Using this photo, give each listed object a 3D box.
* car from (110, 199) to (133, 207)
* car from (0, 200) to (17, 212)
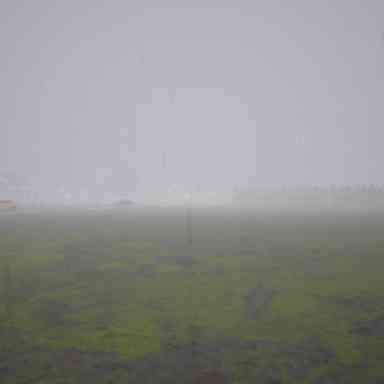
[{"bbox_3d":[-13.456,2.113,63.624,2.128,1.511,4.902,-1,-1,36],"label":"car"},{"bbox_3d":[-26.582,1.876,45.396,2.097,1.767,4.553,-1,-1,36],"label":"car"}]
